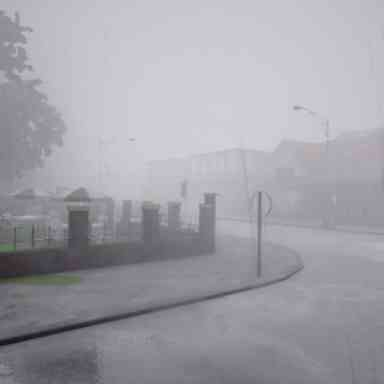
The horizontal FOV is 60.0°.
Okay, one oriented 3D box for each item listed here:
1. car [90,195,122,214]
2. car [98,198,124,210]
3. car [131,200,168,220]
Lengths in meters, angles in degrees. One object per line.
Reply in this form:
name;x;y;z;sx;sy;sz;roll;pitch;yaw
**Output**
car;-9.848;1.398;37.724;2.150;2.045;5.566;1;-1;-35
car;-11.682;1.708;47.506;1.882;1.535;5.008;1;-1;-35
car;-3.656;1.529;29.019;2.097;1.767;4.553;1;-1;-36
